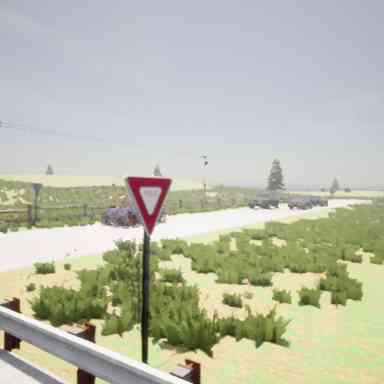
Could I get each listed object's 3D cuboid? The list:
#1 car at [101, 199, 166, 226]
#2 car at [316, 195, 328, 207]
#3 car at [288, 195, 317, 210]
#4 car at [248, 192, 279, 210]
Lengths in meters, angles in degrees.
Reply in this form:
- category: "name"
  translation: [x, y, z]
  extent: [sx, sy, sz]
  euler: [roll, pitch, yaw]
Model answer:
- category: "car"
  translation: [-3.695, 1.220, 21.680]
  extent: [2.097, 1.767, 4.553]
  euler: [2, 1, 34]
- category: "car"
  translation: [18.790, 1.262, 49.517]
  extent: [2.097, 1.767, 4.553]
  euler: [2, 1, 34]
- category: "car"
  translation: [13.566, 1.469, 41.573]
  extent: [2.033, 1.411, 5.357]
  euler: [2, 1, 34]
- category: "car"
  translation: [8.840, 1.068, 40.443]
  extent: [2.150, 2.045, 5.566]
  euler: [2, 1, 34]
